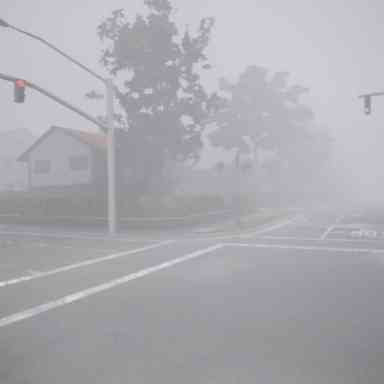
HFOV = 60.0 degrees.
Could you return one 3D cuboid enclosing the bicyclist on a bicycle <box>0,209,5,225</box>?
[{"bbox_3d":[-14.017,1.568,23.478,0.582,1.620,1.656,-1,0,29],"label":"bicyclist on a bicycle"}]
